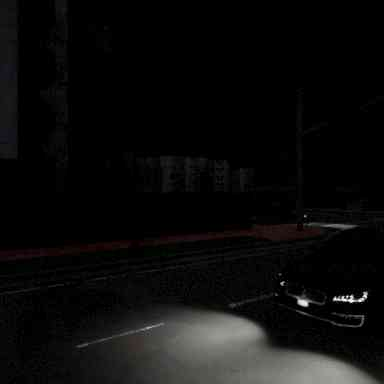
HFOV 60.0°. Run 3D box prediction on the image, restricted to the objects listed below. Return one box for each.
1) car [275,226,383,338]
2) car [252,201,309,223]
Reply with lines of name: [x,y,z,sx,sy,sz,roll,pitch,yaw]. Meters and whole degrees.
car: [3.729,1.505,6.684,4.892,1.490,1.837,0,0,-36]
car: [6.746,1.491,26.051,2.128,1.511,4.902,0,0,-36]
